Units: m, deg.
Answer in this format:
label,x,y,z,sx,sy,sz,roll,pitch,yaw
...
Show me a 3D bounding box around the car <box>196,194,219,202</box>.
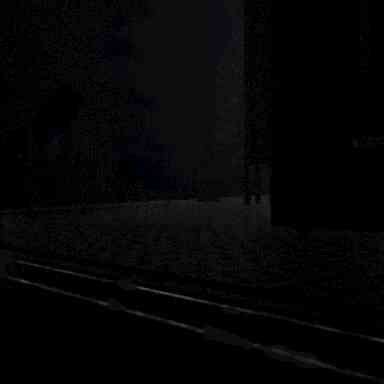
label,x,y,z,sx,sy,sz,roll,pitch,yaw
car,2.937,1.141,60.969,2.033,1.411,5.357,0,1,36
